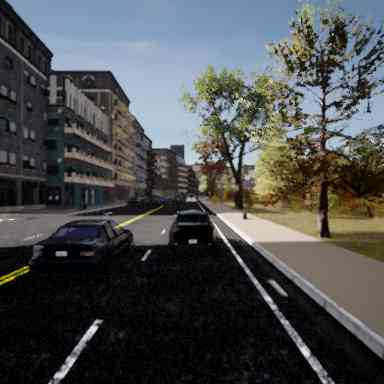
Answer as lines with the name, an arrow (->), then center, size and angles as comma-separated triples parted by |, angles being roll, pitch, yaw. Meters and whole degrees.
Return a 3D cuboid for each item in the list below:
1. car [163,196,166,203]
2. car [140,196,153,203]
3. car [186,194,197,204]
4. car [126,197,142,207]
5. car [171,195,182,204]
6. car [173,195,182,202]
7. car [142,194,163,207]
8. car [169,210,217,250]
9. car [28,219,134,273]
car -> -6.644, 1.637, 72.798 | 1.812, 1.442, 4.674 | 0, 0, 0
car -> -9.893, 1.671, 72.512 | 2.033, 1.411, 5.357 | 0, 0, 0
car -> -0.138, 1.465, 69.734 | 2.150, 2.045, 5.566 | 0, 0, 0
car -> -9.917, 1.702, 56.587 | 1.837, 1.490, 4.892 | 0, 0, 0
car -> -3.389, 1.839, 70.143 | 1.895, 1.301, 4.718 | 0, 0, 0
car -> -3.409, 1.560, 80.090 | 2.097, 1.767, 4.553 | 0, 0, 0
car -> -6.667, 1.418, 56.658 | 2.150, 2.045, 5.566 | 0, 0, 0
car -> 0.042, 1.557, 14.622 | 1.837, 1.490, 4.892 | 0, 0, 0
car -> -3.227, 1.585, 10.755 | 2.033, 1.411, 5.357 | 0, 0, 0
